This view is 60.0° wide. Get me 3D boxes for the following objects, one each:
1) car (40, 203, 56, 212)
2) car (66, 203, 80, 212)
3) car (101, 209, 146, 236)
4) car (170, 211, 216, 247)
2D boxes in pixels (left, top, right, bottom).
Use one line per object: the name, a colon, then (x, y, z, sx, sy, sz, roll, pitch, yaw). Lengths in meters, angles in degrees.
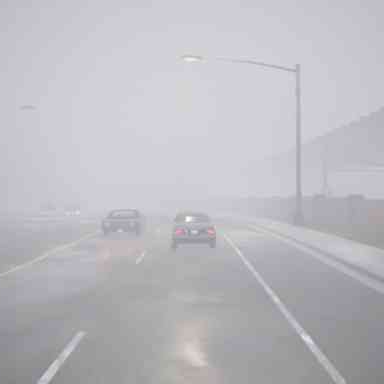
car: (-21.309, 2.286, 49.272, 1.994, 1.385, 4.181, 1, -3, -21)
car: (-18.983, 2.459, 52.909, 1.895, 1.301, 4.718, 1, -3, -23)
car: (-3.659, 1.607, 18.573, 1.895, 1.301, 4.718, 0, 0, -3)
car: (0.005, 1.553, 14.997, 2.033, 1.411, 5.357, 0, 0, -2)
